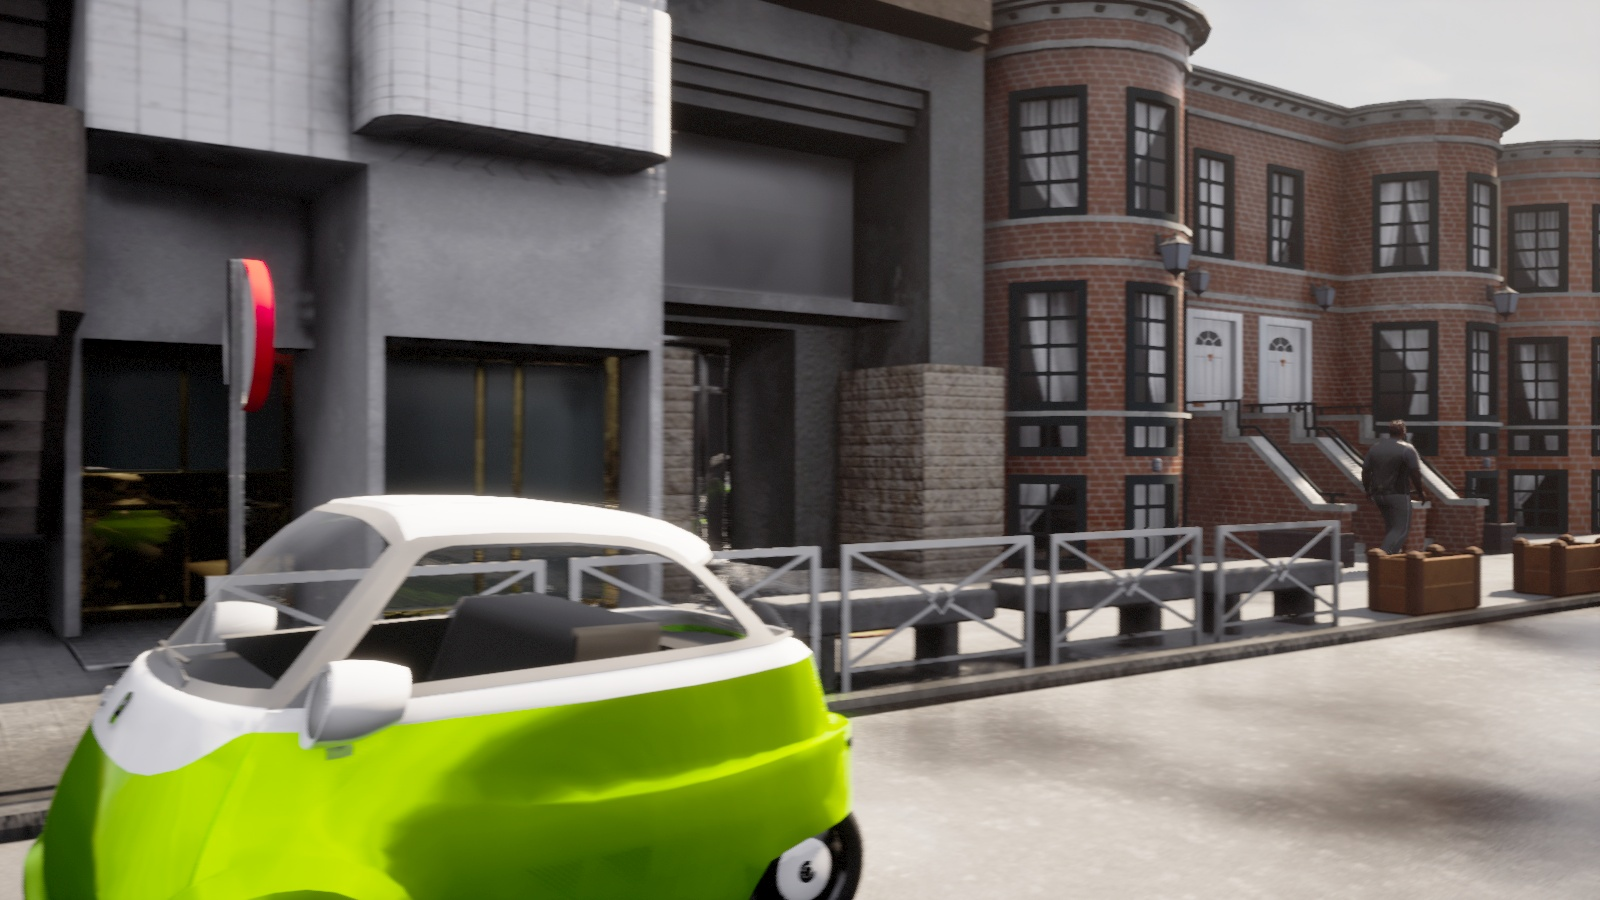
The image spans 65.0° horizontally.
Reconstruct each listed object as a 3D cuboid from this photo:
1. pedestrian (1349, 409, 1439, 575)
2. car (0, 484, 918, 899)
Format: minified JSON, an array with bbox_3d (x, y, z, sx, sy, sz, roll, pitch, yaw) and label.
[{"bbox_3d":[6.964,0.476,14.721,0.849,1.883,0.563,0,0,-30],"label":"pedestrian"},{"bbox_3d":[-0.993,0.810,3.576,2.207,1.376,1.481,0,0,-35],"label":"car"}]
